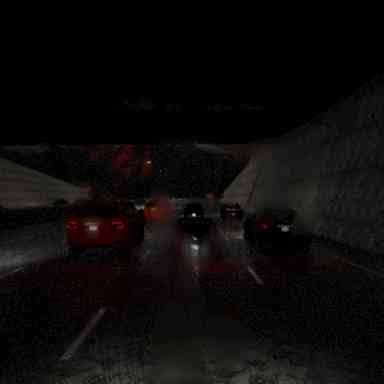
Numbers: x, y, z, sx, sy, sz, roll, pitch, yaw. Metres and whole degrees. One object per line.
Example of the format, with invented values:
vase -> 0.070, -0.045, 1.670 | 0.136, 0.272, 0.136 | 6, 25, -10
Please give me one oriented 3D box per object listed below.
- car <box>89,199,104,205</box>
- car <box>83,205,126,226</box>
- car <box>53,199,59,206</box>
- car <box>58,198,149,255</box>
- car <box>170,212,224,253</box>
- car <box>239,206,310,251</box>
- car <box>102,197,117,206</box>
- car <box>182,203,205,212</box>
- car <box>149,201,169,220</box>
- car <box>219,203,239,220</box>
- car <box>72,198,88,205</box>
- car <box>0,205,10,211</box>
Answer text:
car -> -20.803, 2.192, 72.338 | 1.895, 1.301, 4.718 | 0, -1, 0
car -> -6.852, 1.789, 26.691 | 2.033, 1.411, 5.357 | 0, -1, 0
car -> -27.809, 2.152, 70.585 | 1.812, 1.442, 4.674 | 0, -1, 0
car -> -3.377, 1.350, 14.072 | 2.150, 2.045, 5.566 | 0, 0, 0
car -> 0.122, 1.733, 14.237 | 1.895, 1.301, 4.718 | 0, -1, 0
car -> 3.623, 1.493, 15.029 | 2.097, 1.767, 4.553 | 0, -1, 0
car -> -17.310, 1.985, 70.167 | 2.097, 1.767, 4.553 | 0, -1, 0
car -> 0.166, 1.796, 31.717 | 1.837, 1.490, 4.892 | 0, -1, 0
car -> -3.337, 1.639, 31.358 | 2.097, 1.767, 4.553 | 0, -1, 0
car -> 3.666, 1.784, 31.630 | 2.128, 1.511, 4.902 | 0, -1, 0
car -> -24.303, 2.119, 72.379 | 1.812, 1.442, 4.674 | 0, -1, 0
car -> -17.538, 1.782, 28.805 | 1.812, 1.442, 4.674 | 0, -1, 0
